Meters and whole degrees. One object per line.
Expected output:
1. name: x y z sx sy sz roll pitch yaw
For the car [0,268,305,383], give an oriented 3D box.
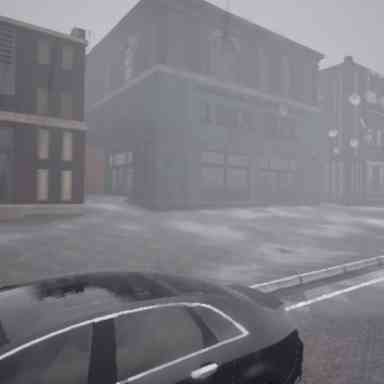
1. car: -1.160 1.505 2.551 4.892 1.490 1.837 0 0 -35
